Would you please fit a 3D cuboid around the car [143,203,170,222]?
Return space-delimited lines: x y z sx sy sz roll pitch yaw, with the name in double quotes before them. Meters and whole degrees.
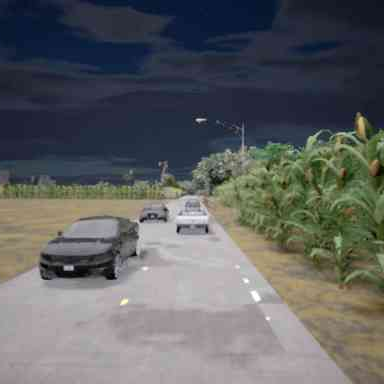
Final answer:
"car" -2.807 1.559 25.746 1.994 1.385 4.181 0 0 0

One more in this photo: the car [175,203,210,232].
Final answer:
"car" 0.047 1.598 20.168 1.895 1.301 4.718 0 0 1

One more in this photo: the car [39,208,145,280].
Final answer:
"car" -2.824 1.476 10.147 1.882 1.535 5.008 0 0 0

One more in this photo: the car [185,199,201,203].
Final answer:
"car" 0.103 1.541 40.377 2.033 1.411 5.357 0 0 0
